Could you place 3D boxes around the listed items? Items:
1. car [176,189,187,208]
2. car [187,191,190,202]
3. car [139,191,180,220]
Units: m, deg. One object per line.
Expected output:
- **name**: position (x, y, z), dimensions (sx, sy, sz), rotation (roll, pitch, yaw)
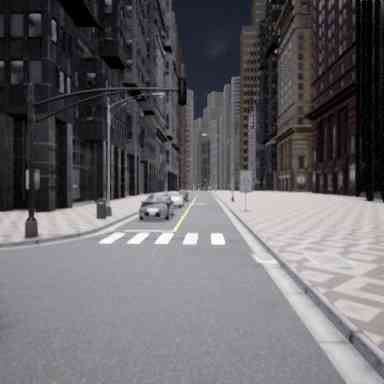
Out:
- **car**: position (-1.801, 0.693, 31.485), dimensions (1.812, 1.442, 4.674), rotation (0, 1, 3)
- **car**: position (-1.330, 0.424, 41.754), dimensions (1.837, 1.490, 4.892), rotation (0, 1, 3)
- **car**: position (-2.189, 0.906, 21.669), dimensions (2.128, 1.511, 4.902), rotation (0, 1, 2)
